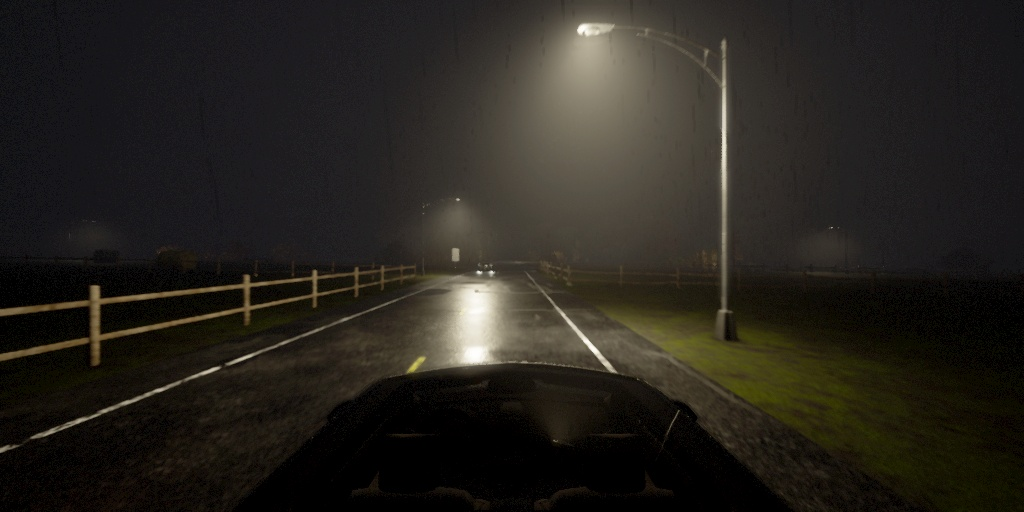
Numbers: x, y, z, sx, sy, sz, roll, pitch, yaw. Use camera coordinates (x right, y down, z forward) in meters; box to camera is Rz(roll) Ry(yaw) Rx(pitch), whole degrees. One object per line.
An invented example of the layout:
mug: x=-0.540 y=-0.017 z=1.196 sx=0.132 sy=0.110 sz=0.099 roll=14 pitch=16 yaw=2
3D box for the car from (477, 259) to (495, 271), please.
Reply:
car: x=-3.525 y=1.145 z=49.307 sx=2.097 sy=1.767 sz=4.553 roll=0 pitch=0 yaw=0
